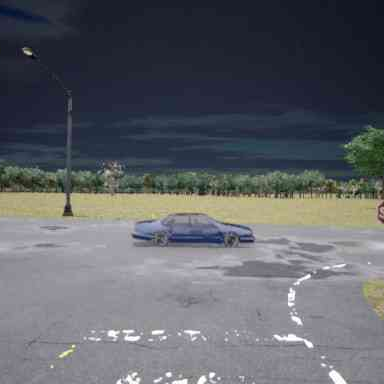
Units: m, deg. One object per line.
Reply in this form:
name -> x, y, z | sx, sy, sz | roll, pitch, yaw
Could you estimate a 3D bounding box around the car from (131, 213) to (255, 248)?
car -> 0.029, 1.656, 14.935 | 5.357, 1.411, 2.033 | 1, 0, 0
